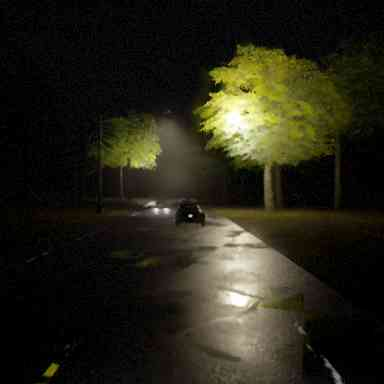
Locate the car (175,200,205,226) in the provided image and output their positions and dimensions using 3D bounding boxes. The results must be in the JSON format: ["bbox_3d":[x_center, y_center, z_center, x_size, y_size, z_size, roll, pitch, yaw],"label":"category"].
[{"bbox_3d":[-0.133,1.513,23.250,1.994,1.385,4.181,0,0,-1],"label":"car"}]

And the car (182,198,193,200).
[{"bbox_3d":[-0.574,1.461,41.432,1.837,1.490,4.892,1,0,-2],"label":"car"}]
